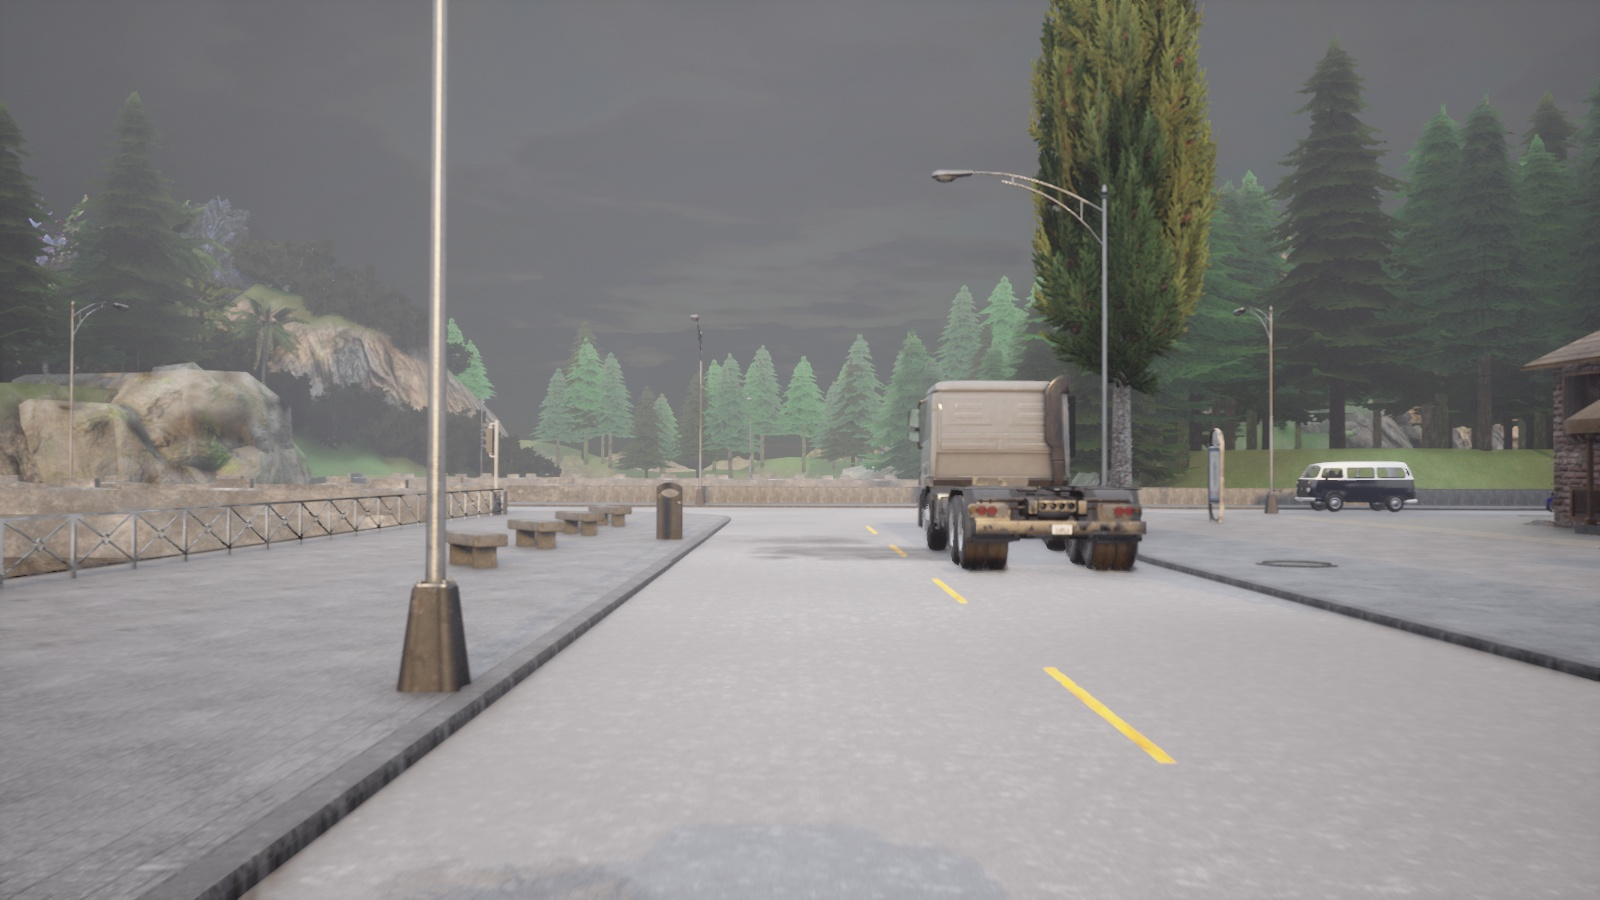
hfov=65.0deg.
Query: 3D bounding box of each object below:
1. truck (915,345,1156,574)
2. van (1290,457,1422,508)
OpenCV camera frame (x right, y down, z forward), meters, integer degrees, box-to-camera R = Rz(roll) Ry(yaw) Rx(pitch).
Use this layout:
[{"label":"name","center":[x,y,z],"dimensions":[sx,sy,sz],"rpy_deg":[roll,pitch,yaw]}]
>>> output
[{"label":"truck","center":[3.935,0.203,23.031],"dimensions":[2.891,3.462,7.936],"rpy_deg":[0,-1,0]},{"label":"van","center":[22.719,1.309,51.470],"dimensions":[4.480,2.038,2.069],"rpy_deg":[0,-1,0]}]
